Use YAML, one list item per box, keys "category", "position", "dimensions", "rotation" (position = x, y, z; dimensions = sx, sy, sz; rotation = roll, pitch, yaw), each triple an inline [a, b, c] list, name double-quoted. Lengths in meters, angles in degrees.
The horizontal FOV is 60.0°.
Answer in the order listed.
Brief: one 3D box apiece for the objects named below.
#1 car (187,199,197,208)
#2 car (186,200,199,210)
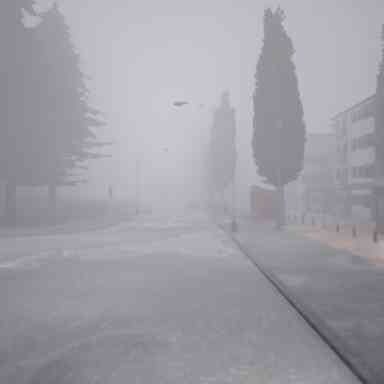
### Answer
- category: "car"
  position: [0.026, 2.305, 67.974]
  dimensions: [1.882, 1.535, 5.008]
  rotation: [0, 0, 0]
- category: "car"
  position: [0.100, 2.211, 53.972]
  dimensions: [1.994, 1.385, 4.181]
  rotation: [0, -1, 0]
